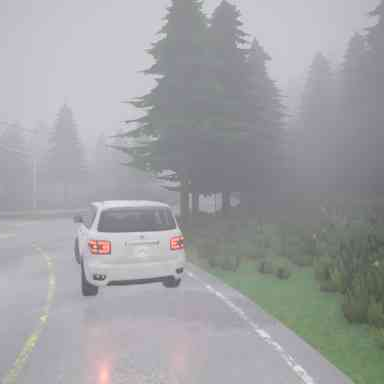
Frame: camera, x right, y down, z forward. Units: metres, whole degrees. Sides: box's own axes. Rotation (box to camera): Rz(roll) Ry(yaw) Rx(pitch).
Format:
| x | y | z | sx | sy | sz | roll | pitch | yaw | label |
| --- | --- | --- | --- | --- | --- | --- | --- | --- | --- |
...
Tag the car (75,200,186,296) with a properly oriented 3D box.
| x | y | z | sx | sy | sz | roll | pitch | yaw | label |
| --- | --- | --- | --- | --- | --- | --- | --- | --- | --- |
| -1.901 | 1.221 | 8.996 | 2.150 | 2.045 | 5.566 | 0 | 0 | -20 | car |
